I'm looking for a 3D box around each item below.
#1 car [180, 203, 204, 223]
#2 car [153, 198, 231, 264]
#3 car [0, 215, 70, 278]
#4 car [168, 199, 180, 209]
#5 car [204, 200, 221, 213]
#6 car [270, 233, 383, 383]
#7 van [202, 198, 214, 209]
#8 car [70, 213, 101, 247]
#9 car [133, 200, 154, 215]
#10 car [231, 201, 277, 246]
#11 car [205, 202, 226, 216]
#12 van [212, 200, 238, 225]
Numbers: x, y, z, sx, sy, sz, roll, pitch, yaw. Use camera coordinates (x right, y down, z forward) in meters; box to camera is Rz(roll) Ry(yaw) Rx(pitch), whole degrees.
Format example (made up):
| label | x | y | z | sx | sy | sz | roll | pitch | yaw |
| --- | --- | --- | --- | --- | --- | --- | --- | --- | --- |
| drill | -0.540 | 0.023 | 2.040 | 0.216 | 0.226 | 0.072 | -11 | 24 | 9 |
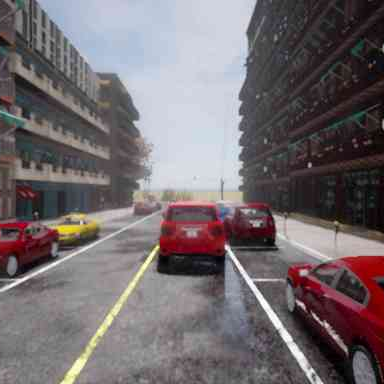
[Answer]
| label | x | y | z | sx | sy | sz | roll | pitch | yaw |
| --- | --- | --- | --- | --- | --- | --- | --- | --- | --- |
| car | 0.023 | 1.773 | 29.225 | 1.882 | 1.535 | 5.008 | 0 | 0 | 0 |
| car | 0.008 | 1.355 | 12.547 | 2.150 | 2.045 | 5.566 | 0 | 0 | 0 |
| car | -5.702 | 1.654 | 10.474 | 1.887 | 1.381 | 4.507 | -1 | -1 | 0 |
| car | -3.065 | 2.041 | 57.903 | 1.882 | 1.535 | 5.008 | 0 | 0 | 0 |
| car | 2.677 | 1.881 | 44.517 | 1.967 | 1.590 | 4.097 | -1 | -1 | 0 |
| car | 2.679 | 1.596 | 4.861 | 1.887 | 1.381 | 4.507 | -1 | -1 | 0 |
| van | 2.676 | 1.885 | 55.845 | 1.690 | 1.788 | 3.998 | -1 | -1 | 0 |
| car | -5.702 | 1.690 | 15.970 | 1.752 | 1.417 | 4.829 | -1 | -1 | 0 |
| car | -5.702 | 1.933 | 38.801 | 1.887 | 1.381 | 4.507 | -1 | -1 | 0 |
| car | 2.675 | 1.482 | 16.194 | 2.192 | 1.841 | 5.009 | -1 | -1 | 0 |
| car | 2.679 | 1.939 | 38.850 | 2.008 | 1.369 | 4.403 | -1 | -1 | 0 |
| van | 2.676 | 1.620 | 27.522 | 1.690 | 1.788 | 3.998 | -1 | -1 | 0 |
